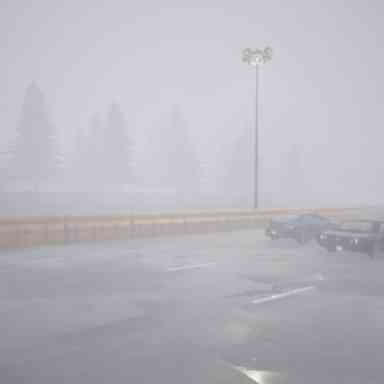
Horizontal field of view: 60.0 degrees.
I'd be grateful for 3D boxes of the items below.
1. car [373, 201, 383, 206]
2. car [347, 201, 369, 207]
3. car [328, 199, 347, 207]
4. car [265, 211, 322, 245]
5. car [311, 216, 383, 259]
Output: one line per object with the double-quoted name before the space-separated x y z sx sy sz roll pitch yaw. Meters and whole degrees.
"car" 32.406 2.251 56.482 1.895 1.301 4.718 0 0 44
"car" 29.630 2.201 58.642 1.994 1.385 4.181 0 0 44
"car" 26.625 1.977 60.547 2.097 1.767 4.553 0 -1 44
"car" 5.617 1.679 16.433 4.674 1.442 1.812 0 0 -35
"car" 7.112 1.748 13.212 4.718 1.301 1.895 1 0 -35
